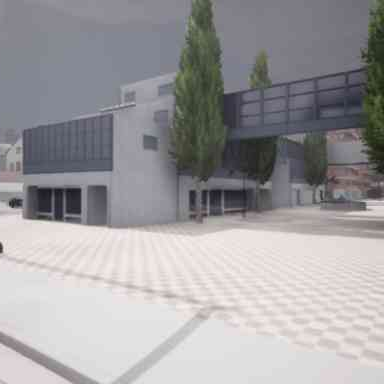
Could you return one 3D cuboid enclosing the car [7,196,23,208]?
[{"bbox_3d":[-21.830,1.215,41.838,1.994,1.385,4.181,0,0,-35],"label":"car"}]
